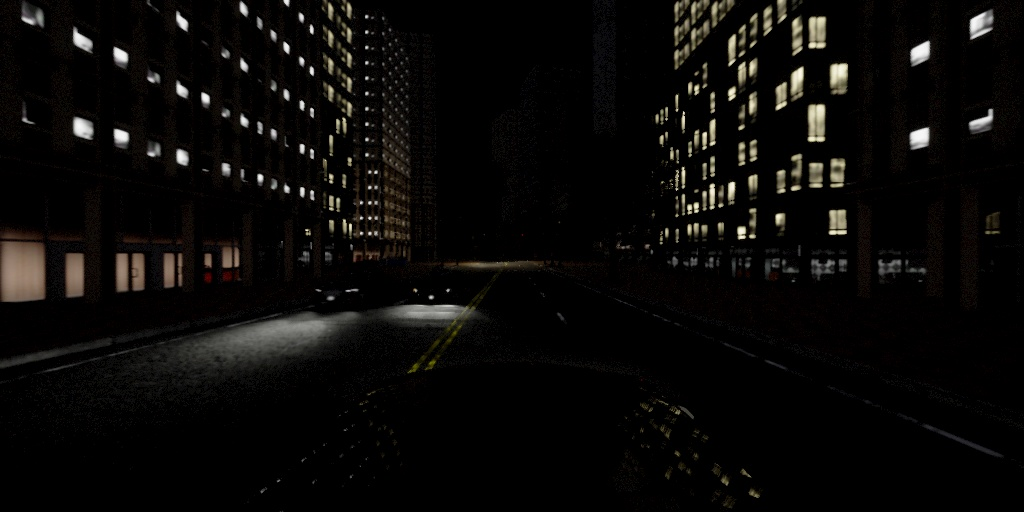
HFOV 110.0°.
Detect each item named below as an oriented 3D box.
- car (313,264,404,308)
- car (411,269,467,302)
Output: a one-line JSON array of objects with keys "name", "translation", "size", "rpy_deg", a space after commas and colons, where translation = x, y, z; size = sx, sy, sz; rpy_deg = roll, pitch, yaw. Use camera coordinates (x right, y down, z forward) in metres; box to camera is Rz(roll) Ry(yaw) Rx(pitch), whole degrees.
[{"name": "car", "translation": [-6.595, 1.280, 15.508], "size": [2.128, 1.511, 4.902], "rpy_deg": [0, 0, 0]}, {"name": "car", "translation": [-3.345, 1.340, 17.528], "size": [2.033, 1.411, 5.357], "rpy_deg": [0, 0, 0]}]
